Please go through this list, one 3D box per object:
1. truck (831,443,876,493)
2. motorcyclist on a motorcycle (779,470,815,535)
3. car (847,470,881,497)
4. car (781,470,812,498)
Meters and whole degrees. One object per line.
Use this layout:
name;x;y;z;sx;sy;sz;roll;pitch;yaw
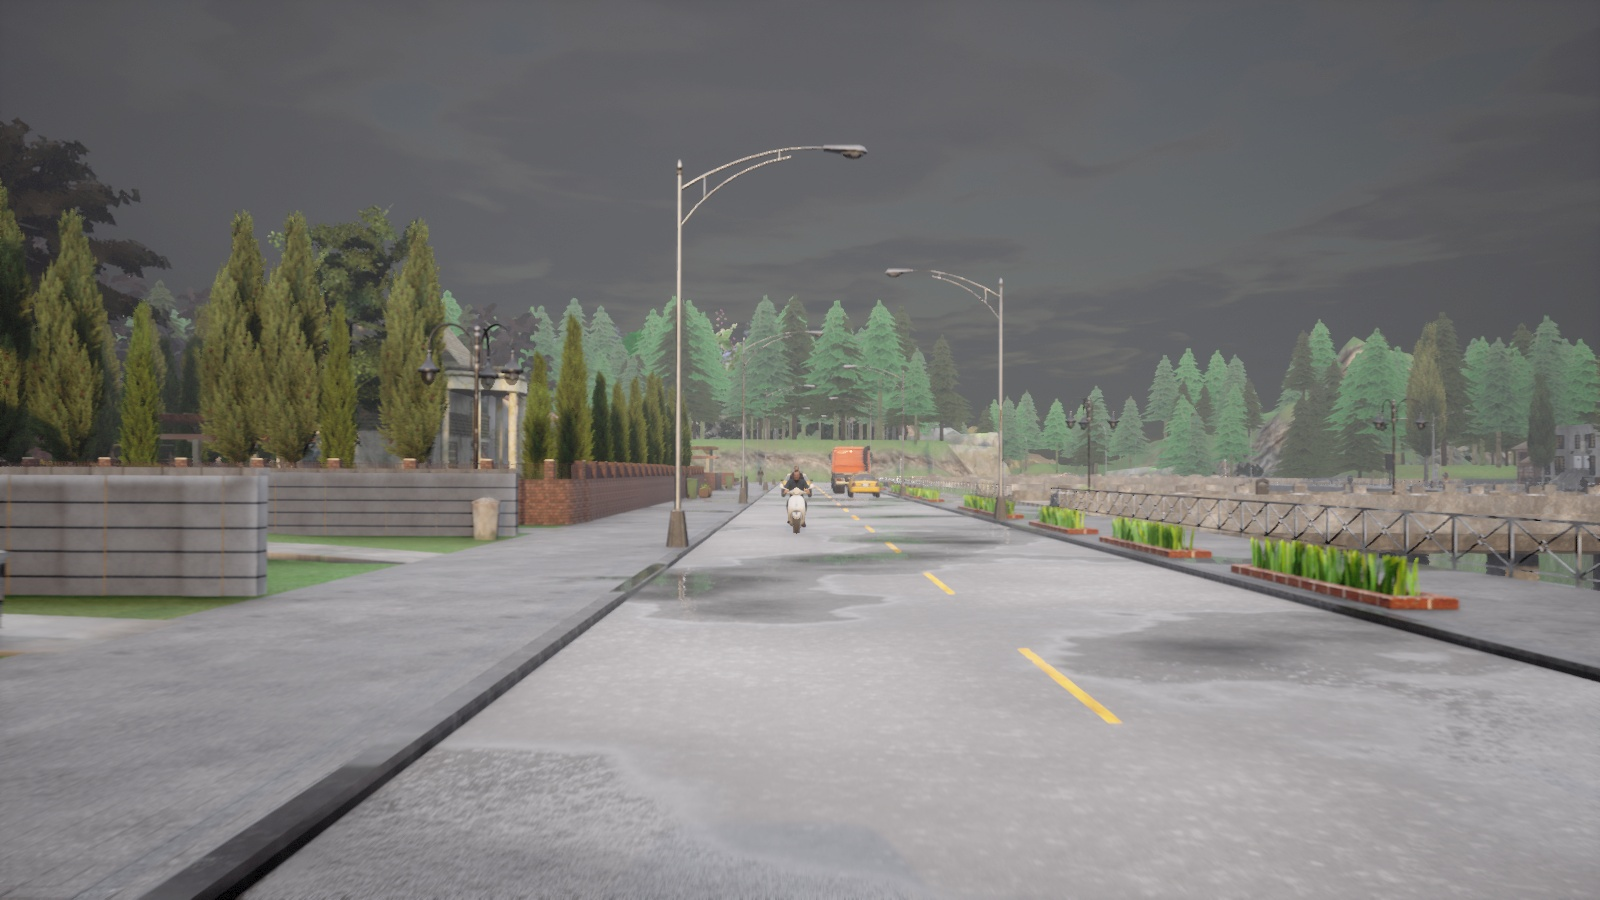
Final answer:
truck;3.776;1.339;90.853;2.891;3.462;7.936;0;-1;0
motorcyclist on a motorcycle;-0.076;1.298;31.626;0.866;1.590;1.817;0;-1;0
car;3.817;2.005;75.654;1.801;1.575;5.366;0;-1;0
car;-0.185;2.026;75.973;1.801;1.575;5.366;0;-1;0
